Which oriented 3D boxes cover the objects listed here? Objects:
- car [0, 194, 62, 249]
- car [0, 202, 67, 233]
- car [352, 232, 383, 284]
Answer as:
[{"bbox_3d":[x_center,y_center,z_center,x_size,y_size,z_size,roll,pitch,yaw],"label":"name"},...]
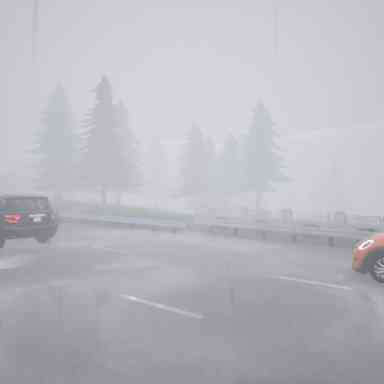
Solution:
[{"bbox_3d":[-8.075,1.105,14.089,5.566,2.045,2.150,1,0,34],"label":"car"},{"bbox_3d":[-9.454,1.373,19.351,4.674,1.442,1.812,1,0,36],"label":"car"},{"bbox_3d":[6.411,1.359,8.017,4.553,1.767,2.097,1,0,35],"label":"car"}]
